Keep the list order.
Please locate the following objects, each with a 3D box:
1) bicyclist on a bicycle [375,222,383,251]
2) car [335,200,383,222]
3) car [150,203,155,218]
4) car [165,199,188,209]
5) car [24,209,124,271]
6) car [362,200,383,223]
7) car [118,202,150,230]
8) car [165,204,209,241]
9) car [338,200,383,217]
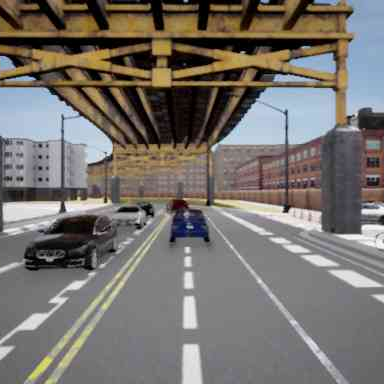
[{"bbox_3d":[7.229,1.293,11.689,1.656,1.620,0.582,0,0,-1],"label":"bicyclist on a bicycle"},{"bbox_3d":[13.954,1.437,26.630,4.974,1.542,2.038,0,0,-31],"label":"car"},{"bbox_3d":[-4.441,1.606,30.728,1.994,1.385,4.181,0,0,-6],"label":"car"},{"bbox_3d":[-1.780,1.518,37.613,1.882,1.535,5.008,0,0,-16],"label":"car"},{"bbox_3d":[-3.750,1.527,11.105,1.837,1.490,4.892,0,0,-1],"label":"car"},{"bbox_3d":[11.947,1.283,23.489,4.536,1.218,1.853,0,0,29],"label":"car"},{"bbox_3d":[-3.990,1.558,21.432,1.812,1.442,4.674,0,0,-2],"label":"car"},{"bbox_3d":[-0.130,1.564,16.835,2.033,1.411,5.357,0,0,-1],"label":"car"},{"bbox_3d":[13.998,1.280,26.657,4.536,1.218,1.853,0,0,-31],"label":"car"}]
